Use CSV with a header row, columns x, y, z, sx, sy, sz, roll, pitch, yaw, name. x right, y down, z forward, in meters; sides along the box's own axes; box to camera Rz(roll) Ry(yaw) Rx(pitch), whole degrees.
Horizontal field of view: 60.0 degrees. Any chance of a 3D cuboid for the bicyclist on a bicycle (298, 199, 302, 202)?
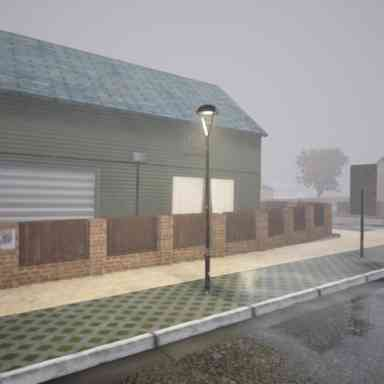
x,y,z,sx,sy,sz,roll,pitch,yaw,name
10.250,1.489,31.682,1.656,1.620,0.582,1,-1,-34,bicyclist on a bicycle
